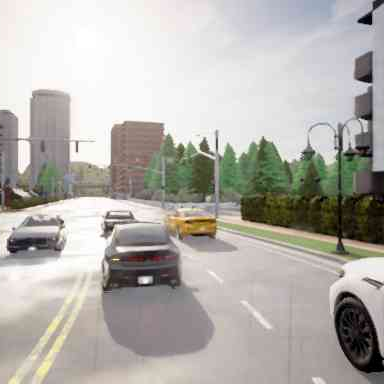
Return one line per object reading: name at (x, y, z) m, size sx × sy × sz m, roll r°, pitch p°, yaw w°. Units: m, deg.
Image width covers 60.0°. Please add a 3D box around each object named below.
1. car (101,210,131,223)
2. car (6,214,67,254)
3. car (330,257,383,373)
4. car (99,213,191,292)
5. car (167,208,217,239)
car at (-4.497, 1.763, 20.170) m, size 1.895 × 1.301 × 4.718 m, roll 0°, pitch 0°, yaw -18°
car at (-6.482, 1.667, 14.445) m, size 2.033 × 1.411 × 5.357 m, roll 0°, pitch 0°, yaw -17°
car at (3.241, 1.237, 2.611) m, size 2.150 × 2.045 × 5.566 m, roll 0°, pitch -1°, yaw -3°
car at (-1.482, 1.576, 9.312) m, size 1.837 × 1.490 × 4.892 m, roll 0°, pitch 0°, yaw -12°
car at (-0.214, 1.618, 18.034) m, size 1.882 × 1.535 × 5.008 m, roll 0°, pitch 0°, yaw -16°
